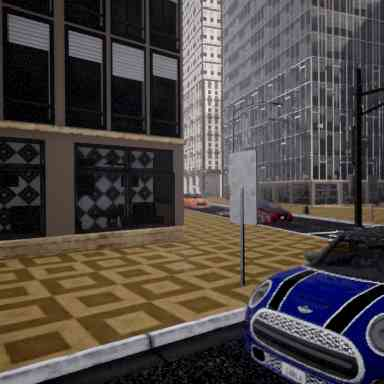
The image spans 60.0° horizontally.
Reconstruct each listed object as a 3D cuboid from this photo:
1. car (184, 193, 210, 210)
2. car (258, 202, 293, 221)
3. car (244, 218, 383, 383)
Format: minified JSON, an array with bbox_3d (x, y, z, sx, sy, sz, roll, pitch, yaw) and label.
[{"bbox_3d":[0.293,0.952,36.449,2.097,1.767,4.553,-1,1,-19],"label":"car"},{"bbox_3d":[4.981,1.367,22.499,1.994,1.385,4.181,-1,1,-19],"label":"car"},{"bbox_3d":[2.890,1.351,4.909,4.553,1.767,2.097,0,0,-37],"label":"car"}]
